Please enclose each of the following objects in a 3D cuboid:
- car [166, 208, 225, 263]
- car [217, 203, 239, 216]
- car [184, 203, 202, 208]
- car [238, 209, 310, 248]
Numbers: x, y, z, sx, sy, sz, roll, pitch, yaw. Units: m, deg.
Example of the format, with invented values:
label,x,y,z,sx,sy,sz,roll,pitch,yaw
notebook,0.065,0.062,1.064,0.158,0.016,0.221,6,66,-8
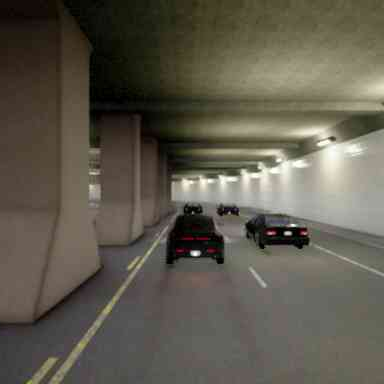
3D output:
label,x,y,z,sx,sy,sz,roll,pitch,yaw
car,0.101,1.556,12.150,1.837,1.490,4.892,0,0,0
car,3.602,1.745,34.304,1.895,1.301,4.718,0,0,0
car,0.101,1.745,34.307,1.895,1.301,4.718,0,0,0
car,3.601,1.611,14.982,2.033,1.411,5.357,0,0,0
